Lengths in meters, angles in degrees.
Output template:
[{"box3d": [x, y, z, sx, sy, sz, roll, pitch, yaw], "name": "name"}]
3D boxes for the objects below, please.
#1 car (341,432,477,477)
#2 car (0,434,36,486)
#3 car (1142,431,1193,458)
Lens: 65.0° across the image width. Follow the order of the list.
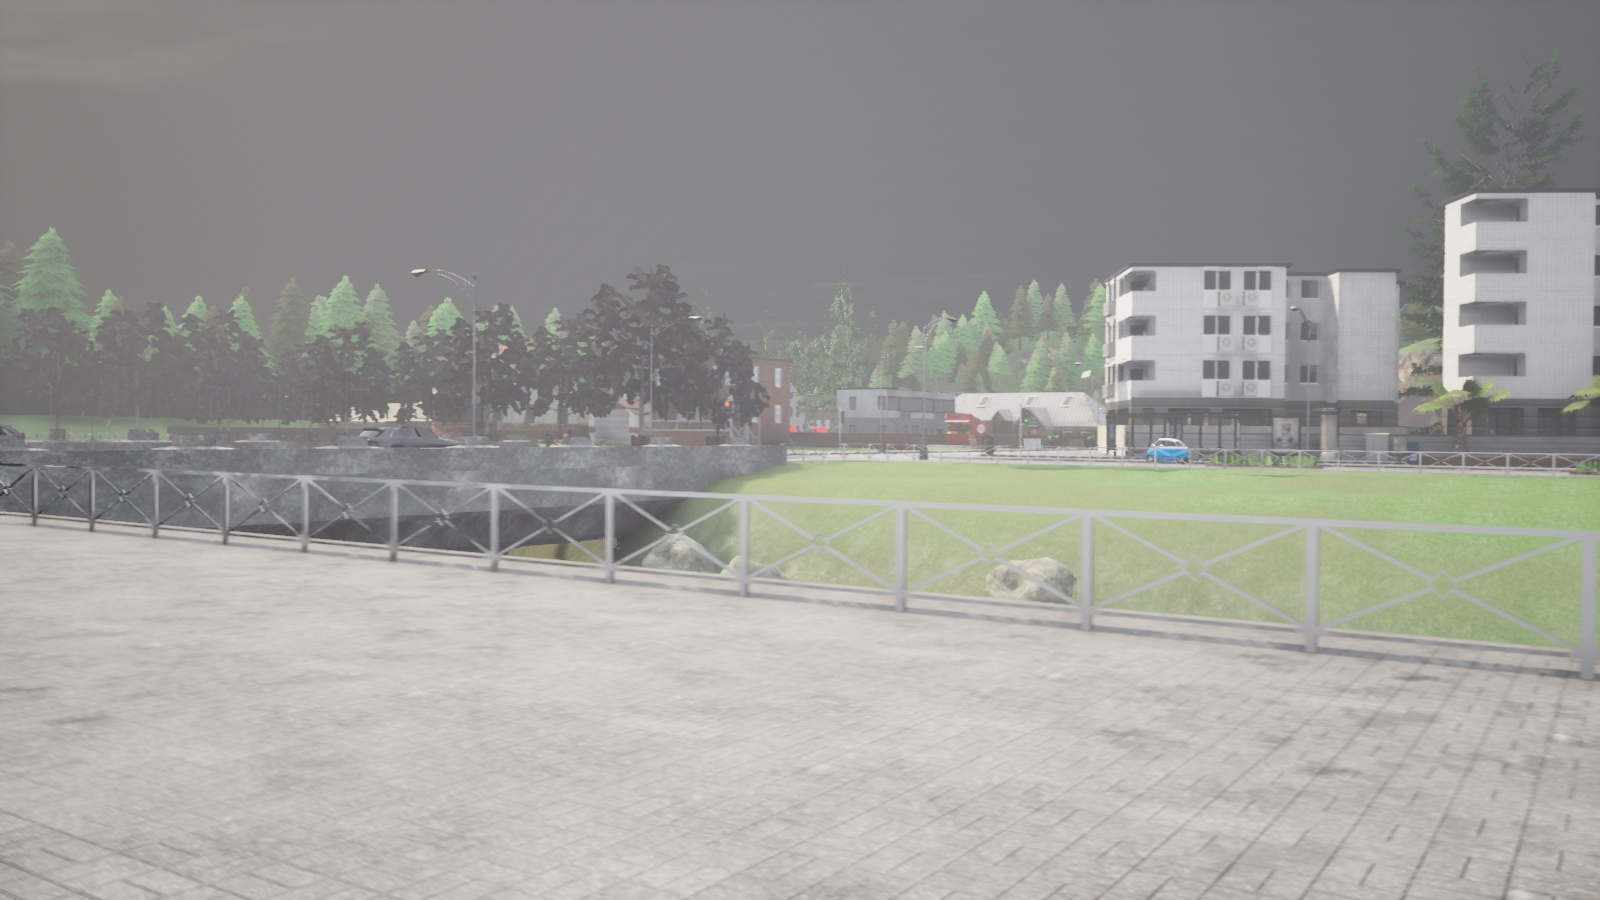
[{"box3d": [-15.205, 0.128, 49.117, 2.033, 1.649, 4.856, 0, 1, 34], "name": "car"}, {"box3d": [-26.513, 0.332, 39.316, 1.851, 1.617, 3.988, 0, 1, 34], "name": "car"}, {"box3d": [19.173, -0.283, 65.576, 2.207, 1.376, 1.481, 0, 1, 34], "name": "car"}]
